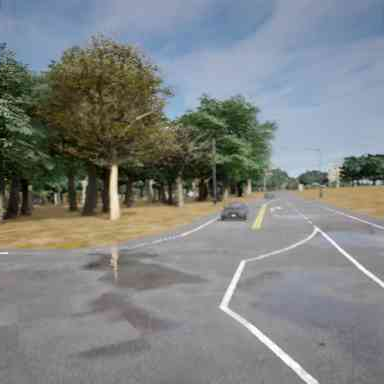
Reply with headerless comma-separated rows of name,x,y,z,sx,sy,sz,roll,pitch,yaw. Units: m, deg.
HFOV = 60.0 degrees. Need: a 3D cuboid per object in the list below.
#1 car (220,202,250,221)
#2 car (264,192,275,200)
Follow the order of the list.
car,3.443,1.489,26.099,1.994,1.385,4.181,-1,0,13
car,16.516,0.823,71.145,1.882,1.535,5.008,-2,0,21
